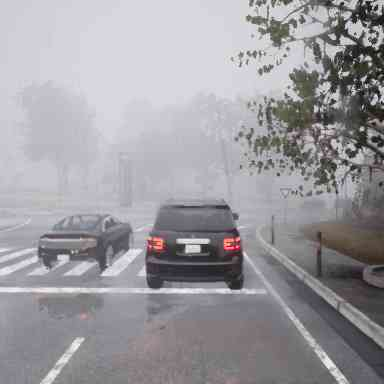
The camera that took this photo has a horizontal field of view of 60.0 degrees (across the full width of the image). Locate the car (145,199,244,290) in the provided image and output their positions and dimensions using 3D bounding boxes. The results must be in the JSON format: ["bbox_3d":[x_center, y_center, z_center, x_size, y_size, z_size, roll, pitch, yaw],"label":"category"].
[{"bbox_3d":[0.147,1.198,9.232,2.150,2.045,5.566,0,0,3],"label":"car"}]

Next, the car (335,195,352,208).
[{"bbox_3d":[19.325,1.175,42.460,1.882,1.535,5.008,1,2,24],"label":"car"}]

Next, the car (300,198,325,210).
[{"bbox_3d":[14.548,1.380,39.849,1.895,1.301,4.718,1,2,34],"label":"car"}]

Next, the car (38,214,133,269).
[{"bbox_3d":[-3.247,1.460,11.018,2.128,1.511,4.902,0,0,2],"label":"car"}]
